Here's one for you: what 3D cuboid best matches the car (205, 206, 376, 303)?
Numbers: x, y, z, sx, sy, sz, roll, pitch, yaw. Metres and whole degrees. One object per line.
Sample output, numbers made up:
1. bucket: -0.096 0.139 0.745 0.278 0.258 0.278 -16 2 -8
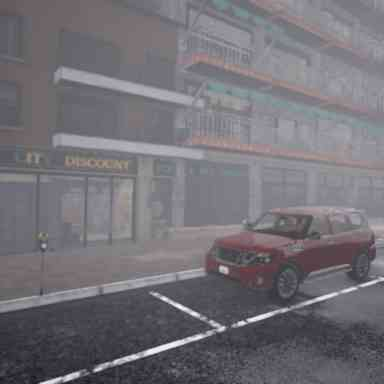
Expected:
1. car: 2.728 1.329 8.482 5.009 1.841 2.192 0 1 -35
